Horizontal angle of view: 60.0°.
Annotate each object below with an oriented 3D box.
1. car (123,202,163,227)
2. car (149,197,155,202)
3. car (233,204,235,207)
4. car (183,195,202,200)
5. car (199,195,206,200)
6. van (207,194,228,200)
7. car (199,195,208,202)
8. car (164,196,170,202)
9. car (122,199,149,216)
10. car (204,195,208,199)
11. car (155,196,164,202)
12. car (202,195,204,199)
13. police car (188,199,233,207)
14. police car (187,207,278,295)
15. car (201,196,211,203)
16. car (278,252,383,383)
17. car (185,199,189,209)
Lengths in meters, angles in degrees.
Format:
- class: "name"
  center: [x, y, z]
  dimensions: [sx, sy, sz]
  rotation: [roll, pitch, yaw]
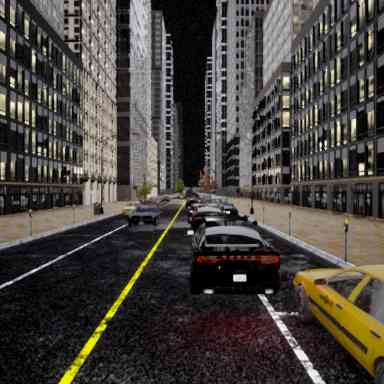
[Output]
- class: "car"
  center: [-3.087, 1.595, 22.561]
  dimensions: [1.895, 1.301, 4.718]
  rotation: [0, 0, 0]
- class: "car"
  center: [-5.672, 1.571, 38.360]
  dimensions: [1.802, 1.307, 4.206]
  rotation: [0, 0, 0]
- class: "car"
  center: [2.702, 1.559, 26.956]
  dimensions: [1.947, 1.339, 4.313]
  rotation: [0, 0, 0]
- class: "car"
  center: [0.035, 1.511, 45.944]
  dimensions: [1.812, 1.442, 4.674]
  rotation: [0, 0, 0]
- class: "car"
  center: [2.738, 1.535, 89.572]
  dimensions: [1.802, 1.307, 4.206]
  rotation: [0, 0, 0]
- class: "van"
  center: [2.704, 1.332, 32.648]
  dimensions: [1.690, 1.788, 3.998]
  rotation: [0, 0, 0]
- class: "car"
  center: [2.732, 1.514, 78.186]
  dimensions: [2.008, 1.369, 4.403]
  rotation: [0, 0, 0]
- class: "car"
  center: [-5.652, 1.534, 72.511]
  dimensions: [1.947, 1.339, 4.313]
  rotation: [0, 0, 0]
- class: "car"
  center: [-5.675, 1.516, 32.498]
  dimensions: [1.752, 1.417, 4.829]
  rotation: [0, 0, 0]
- class: "car"
  center: [2.708, 1.429, 38.341]
  dimensions: [1.967, 1.590, 4.097]
  rotation: [0, 0, 0]
- class: "car"
  center: [-5.666, 1.424, 49.745]
  dimensions: [1.967, 1.590, 4.097]
  rotation: [0, 0, 0]
- class: "car"
  center: [2.719, 1.563, 55.417]
  dimensions: [1.802, 1.307, 4.206]
  rotation: [0, 0, 0]
- class: "police car"
  center: [0.911, 1.421, 18.878]
  dimensions: [1.930, 1.638, 5.238]
  rotation: [0, 0, 0]
- class: "police car"
  center: [0.905, 1.424, 8.878]
  dimensions: [1.930, 1.638, 5.238]
  rotation: [0, 0, 0]
- class: "car"
  center: [2.725, 1.518, 66.802]
  dimensions: [1.887, 1.381, 4.507]
  rotation: [0, 0, 0]
- class: "car"
  center: [2.689, 1.525, 4.358]
  dimensions: [1.752, 1.417, 4.829]
  rotation: [0, 0, 0]
- class: "car"
  center: [0.708, 1.500, 24.831]
  dimensions: [1.837, 1.490, 4.892]
  rotation: [0, 0, 4]
